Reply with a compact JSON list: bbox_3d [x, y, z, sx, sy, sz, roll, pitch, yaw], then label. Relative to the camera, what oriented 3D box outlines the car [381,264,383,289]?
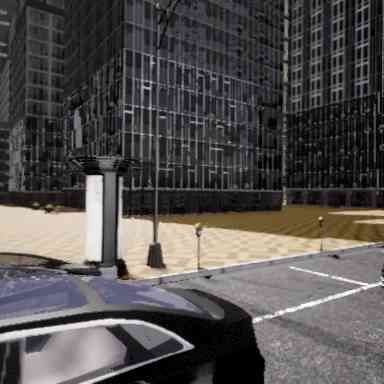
[{"bbox_3d":[6.332,1.585,7.801,4.892,1.490,1.837,1,0,-35],"label":"car"}]

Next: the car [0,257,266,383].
[{"bbox_3d":[-1.624,1.477,2.247,4.902,1.511,2.128,1,0,-35],"label":"car"}]

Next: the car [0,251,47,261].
[{"bbox_3d":[-3.277,1.537,4.251,4.313,1.339,1.947,1,0,-35],"label":"car"}]
